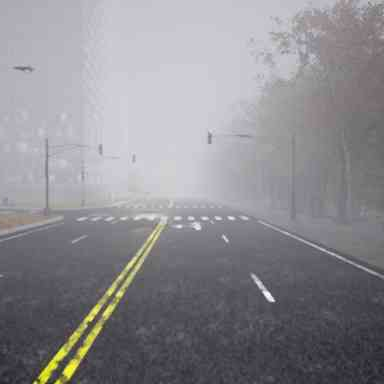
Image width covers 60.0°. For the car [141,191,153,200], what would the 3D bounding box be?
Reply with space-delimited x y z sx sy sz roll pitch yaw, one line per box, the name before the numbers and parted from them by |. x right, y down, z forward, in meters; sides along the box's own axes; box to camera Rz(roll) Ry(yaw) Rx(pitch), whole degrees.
car | -8.882 0.684 65.648 2.097 1.767 4.553 0 0 -4
